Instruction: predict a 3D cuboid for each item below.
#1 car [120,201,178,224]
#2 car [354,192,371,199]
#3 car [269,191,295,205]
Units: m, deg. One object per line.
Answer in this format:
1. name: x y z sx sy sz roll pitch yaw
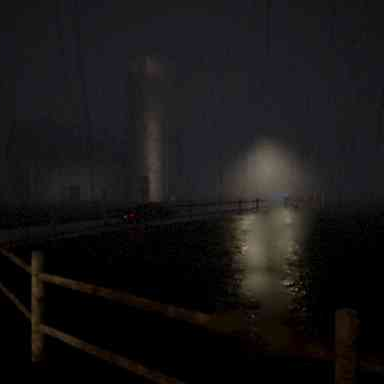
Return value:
1. car: -2.900 1.352 22.862 1.812 1.442 4.674 -1 0 34
2. car: 39.343 0.920 77.654 2.033 1.411 5.357 -1 0 42
3. car: 13.832 0.862 50.884 2.150 2.045 5.566 -1 0 37
